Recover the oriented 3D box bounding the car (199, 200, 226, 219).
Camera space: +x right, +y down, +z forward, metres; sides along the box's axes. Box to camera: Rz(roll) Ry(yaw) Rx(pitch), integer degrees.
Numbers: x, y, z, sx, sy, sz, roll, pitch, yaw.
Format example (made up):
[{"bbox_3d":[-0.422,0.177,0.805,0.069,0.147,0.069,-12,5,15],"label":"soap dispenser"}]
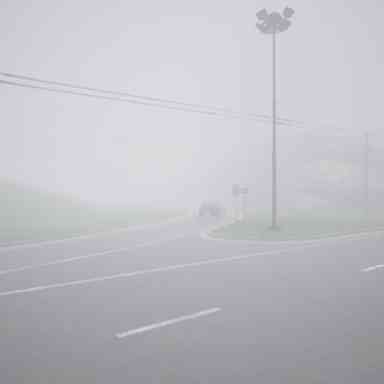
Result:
[{"bbox_3d":[1.852,1.495,29.456,1.837,1.490,4.892,1,0,13],"label":"car"}]
